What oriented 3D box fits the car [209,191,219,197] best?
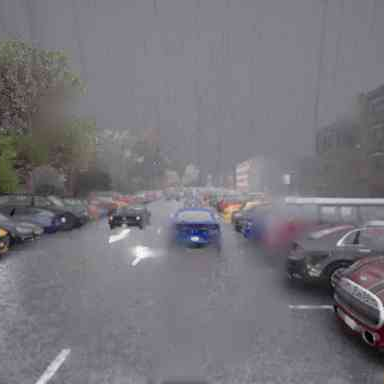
[{"bbox_3d":[4.572,1.059,38.428,4.553,1.767,2.185,0,1,0],"label":"car"}]

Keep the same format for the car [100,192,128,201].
[{"bbox_3d":[-8.508,1.131,30.058,4.553,1.767,2.185,0,0,0],"label":"car"}]

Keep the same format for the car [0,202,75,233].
[{"bbox_3d":[-8.568,1.396,16.134,4.792,1.488,2.163,0,0,0],"label":"car"}]

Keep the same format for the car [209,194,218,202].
[{"bbox_3d":[4.538,1.248,35.647,4.674,1.452,2.002,0,0,0],"label":"car"}]

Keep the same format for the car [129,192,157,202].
[{"bbox_3d":[-8.508,0.882,57.907,4.553,1.767,2.185,0,1,0],"label":"car"}]

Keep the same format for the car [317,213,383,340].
[{"bbox_3d":[4.571,1.319,4.904,4.553,1.767,2.185,0,0,0],"label":"car"}]

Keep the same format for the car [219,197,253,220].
[{"bbox_3d":[4.725,1.319,21.730,5.366,1.575,1.946,0,0,0],"label":"car"}]

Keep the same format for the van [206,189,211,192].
[{"bbox_3d":[4.657,0.858,49.561,4.442,1.987,1.878,0,1,0],"label":"van"}]

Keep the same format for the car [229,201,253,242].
[{"bbox_3d":[4.545,1.364,16.163,5.008,1.535,2.097,0,0,0],"label":"car"}]

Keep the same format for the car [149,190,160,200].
[{"bbox_3d":[-8.567,0.783,54.997,5.566,2.045,2.435,0,1,0],"label":"car"}]

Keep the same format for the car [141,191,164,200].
[{"bbox_3d":[-8.507,0.751,71.832,4.553,1.767,2.185,0,1,0],"label":"car"}]

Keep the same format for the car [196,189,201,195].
[{"bbox_3d":[4.322,0.493,95.018,4.792,1.488,2.163,0,1,0],"label":"car"}]

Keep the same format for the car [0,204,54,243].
[{"bbox_3d":[-8.547,1.387,13.351,4.892,1.521,2.231,0,0,0],"label":"car"}]

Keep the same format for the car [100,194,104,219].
[{"bbox_3d":[-8.509,1.198,21.704,4.553,1.767,2.185,0,0,0],"label":"car"}]

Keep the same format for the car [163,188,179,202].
[{"bbox_3d":[-3.529,0.710,61.994,2.150,2.045,5.566,0,1,1],"label":"car"}]

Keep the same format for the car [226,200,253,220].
[{"bbox_3d":[4.537,1.384,18.948,4.674,1.452,2.002,0,0,0],"label":"car"}]

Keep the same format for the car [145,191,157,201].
[{"bbox_3d":[-8.725,1.057,52.214,5.366,1.575,1.946,0,1,0],"label":"car"}]

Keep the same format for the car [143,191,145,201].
[{"bbox_3d":[-8.571,1.036,41.199,4.553,1.767,2.185,0,1,0],"label":"car"}]

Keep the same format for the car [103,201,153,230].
[{"bbox_3d":[-3.600,1.458,19.926,1.895,1.301,4.718,0,0,0],"label":"car"}]

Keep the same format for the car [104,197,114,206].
[{"bbox_3d":[-8.543,1.342,24.491,4.674,1.452,2.002,0,0,0],"label":"car"}]

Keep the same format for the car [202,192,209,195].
[{"bbox_3d":[4.355,1.132,43.997,5.366,1.575,1.946,0,1,0],"label":"car"}]

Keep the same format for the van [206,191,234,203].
[{"bbox_3d":[4.657,0.807,55.003,4.442,1.987,1.878,0,1,0],"label":"van"}]

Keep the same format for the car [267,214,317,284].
[{"bbox_3d":[4.533,1.426,7.813,4.892,1.521,2.231,0,0,0],"label":"car"}]

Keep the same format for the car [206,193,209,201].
[{"bbox_3d":[4.534,1.161,41.214,4.892,1.521,2.231,0,1,0],"label":"car"}]

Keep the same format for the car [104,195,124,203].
[{"bbox_3d":[-8.534,1.280,27.275,5.008,1.535,2.097,0,0,0],"label":"car"}]

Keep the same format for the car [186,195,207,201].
[{"bbox_3d":[0.101,1.302,32.626,2.033,1.411,5.357,0,1,0],"label":"car"}]

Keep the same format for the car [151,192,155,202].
[{"bbox_3d":[-8.545,1.085,49.555,5.008,1.535,2.097,0,1,0],"label":"car"}]

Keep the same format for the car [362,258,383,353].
[{"bbox_3d":[4.354,1.460,2.247,5.366,1.575,1.946,0,0,0],"label":"car"}]

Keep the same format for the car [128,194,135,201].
[{"bbox_3d":[-8.544,1.233,32.844,5.008,1.535,2.097,0,0,0],"label":"car"}]

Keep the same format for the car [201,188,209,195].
[{"bbox_3d":[4.569,0.806,52.344,5.566,2.045,2.435,0,1,0],"label":"car"}]

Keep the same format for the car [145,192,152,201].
[{"bbox_3d":[-8.509,1.140,46.769,4.792,1.488,2.163,0,1,0],"label":"car"}]

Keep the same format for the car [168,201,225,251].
[{"bbox_3d":[0.096,1.381,13.607,1.882,1.535,5.008,0,1,0],"label":"car"}]

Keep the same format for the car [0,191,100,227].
[{"bbox_3d":[-8.512,1.094,18.919,5.566,2.045,2.435,0,0,0],"label":"car"}]

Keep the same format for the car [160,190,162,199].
[{"bbox_3d":[-8.570,0.831,63.352,4.553,1.767,2.185,0,1,0],"label":"car"}]

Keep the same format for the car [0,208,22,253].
[{"bbox_3d":[-8.546,1.406,10.566,5.008,1.535,2.097,0,0,0],"label":"car"}]

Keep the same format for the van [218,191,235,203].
[{"bbox_3d":[4.657,1.053,27.232,4.442,1.987,1.878,0,0,0],"label":"van"}]

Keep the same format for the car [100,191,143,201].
[{"bbox_3d":[-8.512,0.959,35.629,5.566,2.045,2.435,0,0,0],"label":"car"}]

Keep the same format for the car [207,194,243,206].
[{"bbox_3d":[4.547,1.110,46.780,4.892,1.521,2.231,0,1,0],"label":"car"}]

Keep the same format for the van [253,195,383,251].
[{"bbox_3d":[4.423,1.179,10.596,4.442,1.987,1.878,0,0,0],"label":"van"}]

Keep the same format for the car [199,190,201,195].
[{"bbox_3d":[4.727,0.898,69.045,5.366,1.575,1.946,0,1,0],"label":"car"}]

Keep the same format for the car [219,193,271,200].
[{"bbox_3d":[4.571,1.175,24.513,4.553,1.767,2.185,0,0,0],"label":"car"}]
